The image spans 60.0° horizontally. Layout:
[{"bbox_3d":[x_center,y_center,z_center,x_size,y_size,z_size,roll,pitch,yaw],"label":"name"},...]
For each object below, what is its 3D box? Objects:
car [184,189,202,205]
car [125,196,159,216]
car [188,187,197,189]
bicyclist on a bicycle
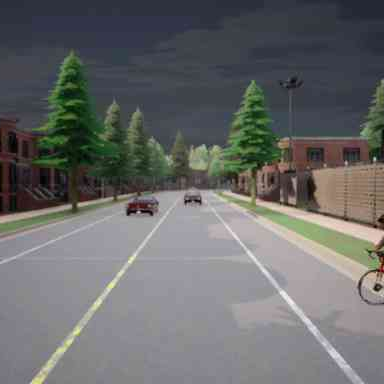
[{"bbox_3d":[0.097,0.640,35.768,1.895,1.301,4.718,0,2,0],"label":"car"},{"bbox_3d":[-3.504,0.954,23.999,1.895,1.301,4.718,0,2,0],"label":"car"},{"bbox_3d":[0.098,0.046,48.694,2.097,1.767,4.553,0,2,0],"label":"car"},{"bbox_3d":[3.764,1.203,6.035,1.656,1.620,0.582,-9,2,0],"label":"bicyclist on a bicycle"}]
